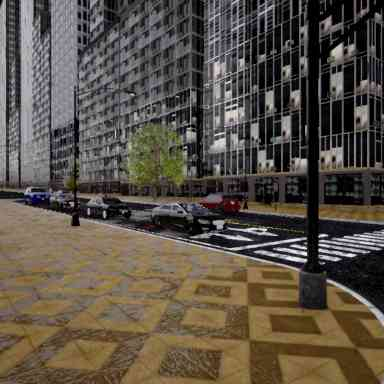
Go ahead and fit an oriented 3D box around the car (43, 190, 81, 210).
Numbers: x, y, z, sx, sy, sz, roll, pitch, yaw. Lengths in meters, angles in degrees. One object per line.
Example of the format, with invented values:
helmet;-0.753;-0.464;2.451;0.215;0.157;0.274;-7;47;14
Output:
car;-12.347;0.899;32.167;2.128;1.511;4.902;0;1;-38

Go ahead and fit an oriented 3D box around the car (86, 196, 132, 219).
car;-6.111;1.097;24.208;1.837;1.490;4.892;0;1;-38

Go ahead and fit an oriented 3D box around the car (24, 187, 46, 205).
car;-18.866;0.433;40.572;2.150;2.045;5.566;0;1;-38

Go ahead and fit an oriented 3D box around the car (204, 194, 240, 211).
car;2.139;0.945;29.796;2.097;1.767;4.553;0;1;-38

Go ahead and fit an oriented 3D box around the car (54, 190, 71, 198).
car;-25.299;0.299;64.873;1.812;1.442;4.674;0;1;-38

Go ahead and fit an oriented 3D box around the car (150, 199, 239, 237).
car;-0.268;1.257;16.776;2.128;1.511;4.902;0;1;-38
